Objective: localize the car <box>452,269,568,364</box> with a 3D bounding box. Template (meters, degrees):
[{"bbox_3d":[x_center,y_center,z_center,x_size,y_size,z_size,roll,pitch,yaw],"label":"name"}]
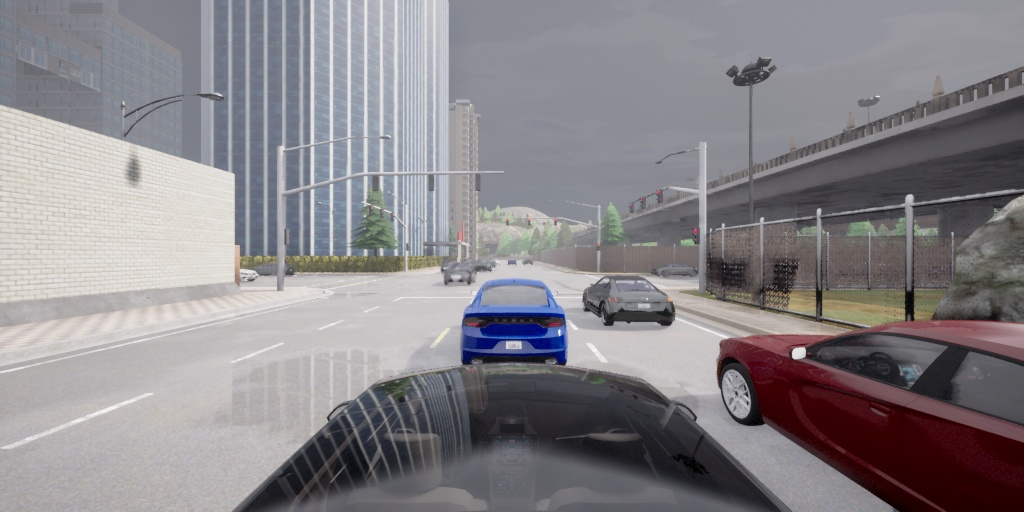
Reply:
[{"bbox_3d":[0.054,1.228,8.019,1.882,1.535,5.008,0,0,1],"label":"car"}]

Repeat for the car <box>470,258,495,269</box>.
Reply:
[{"bbox_3d":[-3.589,1.102,44.893,2.097,1.767,4.553,0,0,0],"label":"car"}]

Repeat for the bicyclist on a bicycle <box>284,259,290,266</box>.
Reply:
[{"bbox_3d":[-25.294,1.106,40.146,0.582,1.620,1.656,0,0,0],"label":"bicyclist on a bicycle"}]

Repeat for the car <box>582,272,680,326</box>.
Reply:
[{"bbox_3d":[3.576,1.314,11.679,1.994,1.385,4.181,0,0,0],"label":"car"}]

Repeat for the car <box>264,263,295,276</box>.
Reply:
[{"bbox_3d":[-23.901,1.369,35.480,4.181,1.385,1.994,0,0,-2],"label":"car"}]

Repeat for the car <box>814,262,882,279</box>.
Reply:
[{"bbox_3d":[29.769,1.406,31.967,4.718,1.301,1.895,0,0,0],"label":"car"}]

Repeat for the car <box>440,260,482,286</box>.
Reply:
[{"bbox_3d":[-3.595,1.267,25.421,2.128,1.511,4.902,0,0,0],"label":"car"}]

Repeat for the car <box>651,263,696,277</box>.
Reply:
[{"bbox_3d":[16.022,1.369,35.445,4.181,1.385,1.994,0,0,0],"label":"car"}]

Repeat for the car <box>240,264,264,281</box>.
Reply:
[{"bbox_3d":[-22.633,1.331,28.189,4.674,1.442,1.812,0,0,0],"label":"car"}]

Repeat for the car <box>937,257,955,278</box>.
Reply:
[{"bbox_3d":[40.477,1.027,31.971,5.566,2.045,2.150,0,0,0],"label":"car"}]

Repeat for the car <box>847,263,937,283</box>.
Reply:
[{"bbox_3d":[29.835,1.406,28.267,4.718,1.301,1.895,0,0,0],"label":"car"}]

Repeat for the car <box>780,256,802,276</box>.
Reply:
[{"bbox_3d":[25.378,1.027,35.467,5.566,2.045,2.150,0,0,-1],"label":"car"}]

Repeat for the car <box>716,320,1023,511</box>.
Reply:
[{"bbox_3d":[3.601,1.228,2.685,1.882,1.535,5.008,0,0,0],"label":"car"}]

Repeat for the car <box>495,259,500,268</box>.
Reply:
[{"bbox_3d":[-3.572,1.297,59.566,2.033,1.411,5.357,0,0,0],"label":"car"}]

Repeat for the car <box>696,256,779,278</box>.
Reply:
[{"bbox_3d":[20.000,1.027,31.949,5.566,2.045,2.150,0,0,0],"label":"car"}]
